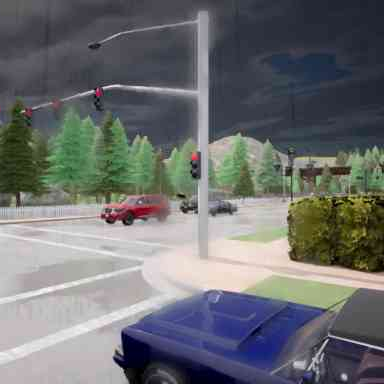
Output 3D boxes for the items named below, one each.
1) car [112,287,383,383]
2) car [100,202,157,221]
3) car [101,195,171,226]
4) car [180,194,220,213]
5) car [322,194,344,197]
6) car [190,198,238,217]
[{"bbox_3d":[1.502,1.601,2.894,4.718,1.301,1.895,0,0,36],"label":"car"},{"bbox_3d":[-5.258,1.601,28.138,1.895,1.301,4.718,0,0,38],"label":"car"},{"bbox_3d":[-3.911,1.221,24.203,2.150,2.045,5.566,0,0,38],"label":"car"},{"bbox_3d":[1.079,1.221,36.119,2.150,2.045,5.566,0,0,39],"label":"car"},{"bbox_3d":[16.463,1.219,38.337,2.150,2.045,5.566,0,0,38],"label":"car"},{"bbox_3d":[2.457,1.547,32.232,2.033,1.411,5.357,0,0,38],"label":"car"}]
